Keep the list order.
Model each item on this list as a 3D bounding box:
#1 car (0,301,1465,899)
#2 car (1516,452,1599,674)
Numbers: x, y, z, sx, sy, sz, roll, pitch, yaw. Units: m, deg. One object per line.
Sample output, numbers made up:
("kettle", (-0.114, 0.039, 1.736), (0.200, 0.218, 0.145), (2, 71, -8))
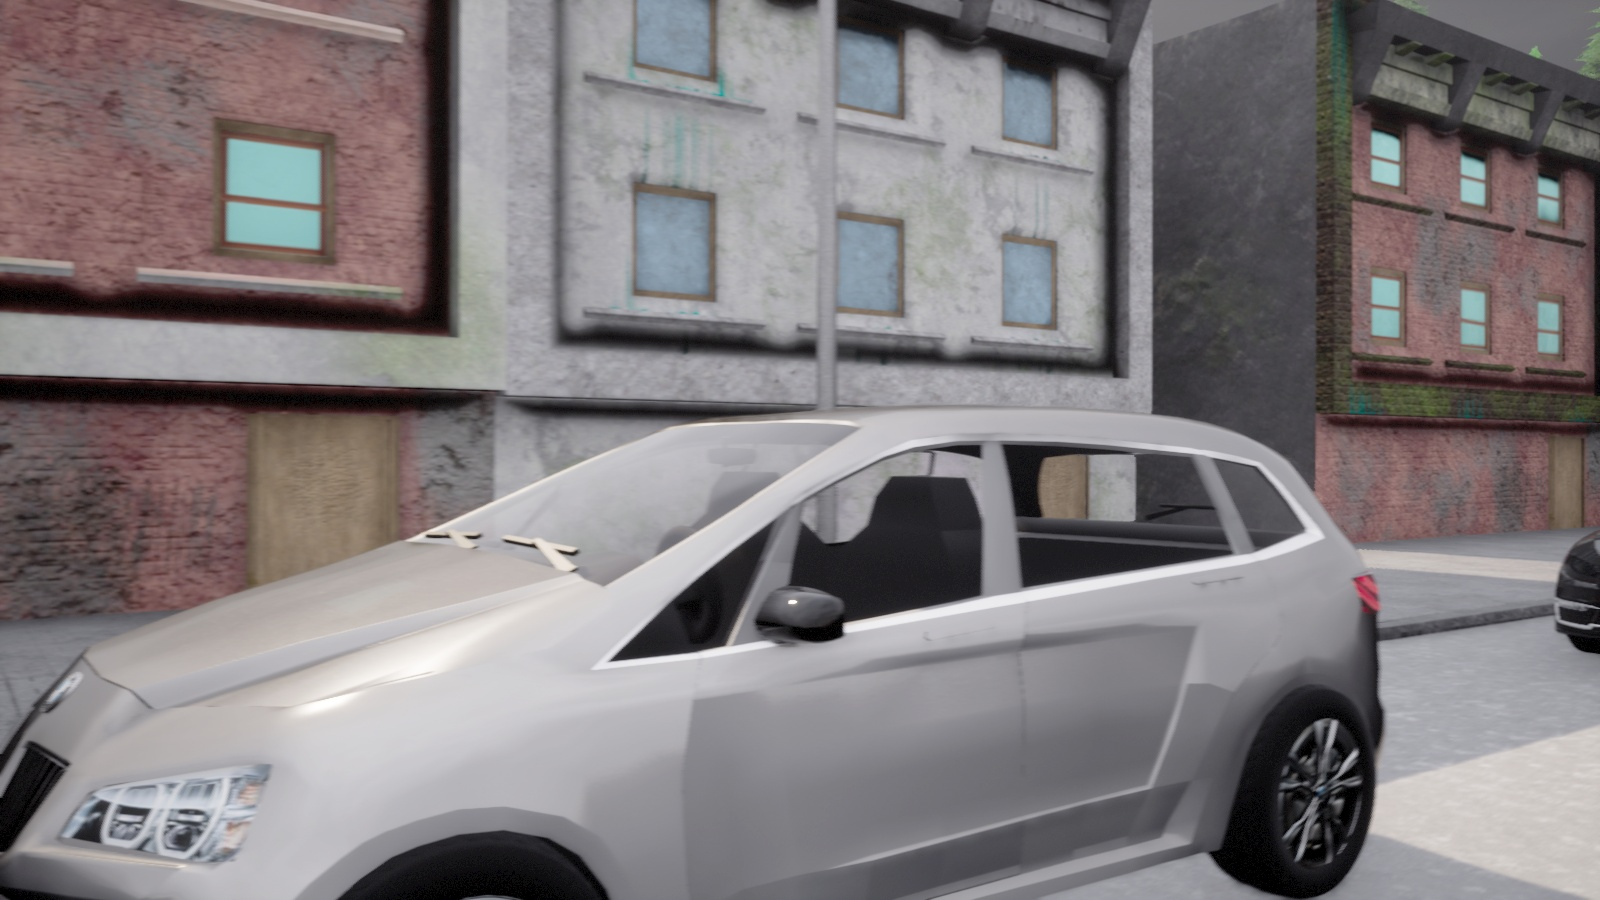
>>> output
("car", (-0.089, 0.600, 4.209), (4.611, 1.667, 2.242), (0, 0, -35))
("car", (7.627, 0.756, 9.586), (4.892, 1.490, 1.837), (0, 0, -35))
